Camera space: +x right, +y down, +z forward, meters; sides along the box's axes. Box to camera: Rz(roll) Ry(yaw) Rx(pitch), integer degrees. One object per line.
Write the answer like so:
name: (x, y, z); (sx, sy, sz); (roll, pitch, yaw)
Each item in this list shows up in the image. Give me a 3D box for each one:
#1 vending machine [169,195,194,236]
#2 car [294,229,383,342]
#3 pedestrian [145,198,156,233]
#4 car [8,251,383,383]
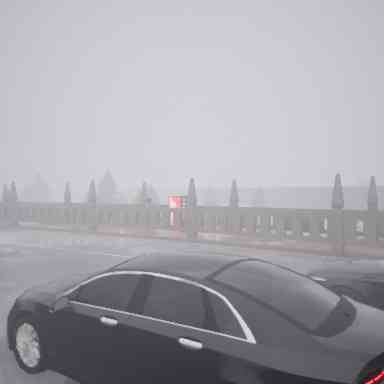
vending machine: (-0.562, 1.195, 17.624); (0.880, 2.100, 1.100); (0, 0, 30)
car: (4.194, 1.525, 5.151); (4.674, 1.442, 1.812); (0, 0, 35)
pedestrian: (-2.123, 1.141, 16.820); (0.375, 1.860, 0.375); (0, 0, 30)
car: (-0.295, 1.502, 4.006); (4.892, 1.490, 1.837); (-1, -1, 34)
